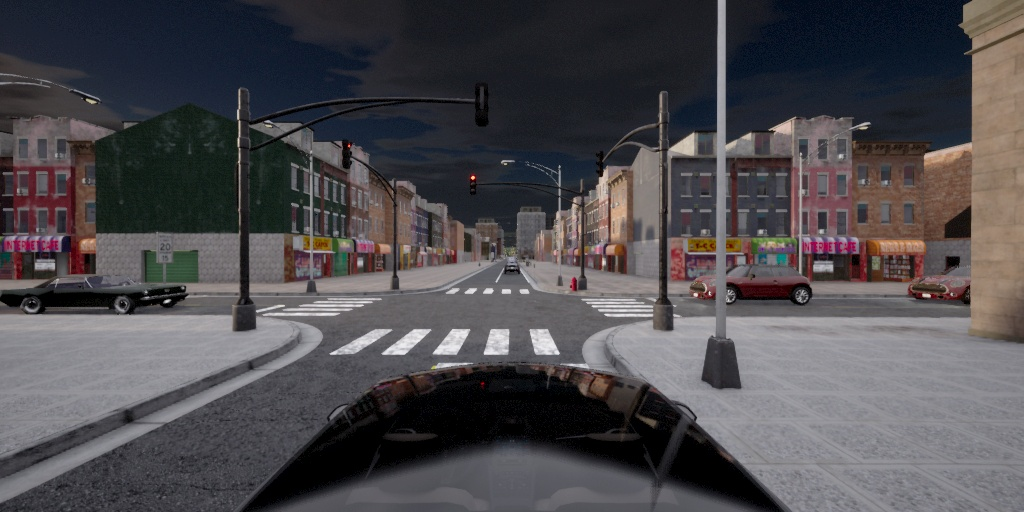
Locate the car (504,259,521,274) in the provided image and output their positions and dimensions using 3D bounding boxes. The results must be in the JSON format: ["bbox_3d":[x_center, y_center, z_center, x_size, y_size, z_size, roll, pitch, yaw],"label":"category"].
[{"bbox_3d":[0.015,1.313,40.627,1.948,1.339,4.313,0,0,0],"label":"car"}]

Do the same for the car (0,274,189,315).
[{"bbox_3d":[-14.637,1.313,12.836,4.718,1.301,1.895,0,0,-3],"label":"car"}]

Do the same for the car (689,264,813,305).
[{"bbox_3d":[10.349,1.132,15.806,4.553,1.767,2.097,0,0,0],"label":"car"}]

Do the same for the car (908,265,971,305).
[{"bbox_3d":[20.528,1.164,15.810,4.553,1.767,2.097,0,0,0],"label":"car"}]
